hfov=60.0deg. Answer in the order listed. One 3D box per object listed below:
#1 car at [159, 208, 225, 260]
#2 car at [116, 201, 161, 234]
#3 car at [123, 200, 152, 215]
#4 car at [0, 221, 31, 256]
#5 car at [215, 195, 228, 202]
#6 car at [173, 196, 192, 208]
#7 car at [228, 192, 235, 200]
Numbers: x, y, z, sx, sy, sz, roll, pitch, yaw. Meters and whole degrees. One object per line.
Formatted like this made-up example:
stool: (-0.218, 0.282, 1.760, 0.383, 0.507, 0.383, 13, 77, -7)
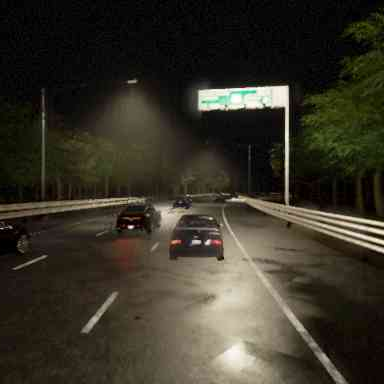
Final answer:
car: (0.213, 1.536, 12.407, 2.033, 1.411, 5.357, 0, 0, 2)
car: (-2.946, 1.480, 19.084, 1.837, 1.490, 4.892, 0, 0, 3)
car: (-5.545, 1.542, 34.505, 1.895, 1.301, 4.718, 0, 0, 5)
car: (-6.756, 1.454, 10.020, 2.128, 1.511, 4.902, 0, 1, 2)
car: (6.147, 1.458, 71.872, 1.994, 1.385, 4.181, 0, 0, 10)
car: (-1.180, 1.297, 42.924, 2.097, 1.767, 4.553, 0, 0, 6)
car: (9.831, 1.416, 91.128, 1.994, 1.385, 4.181, 0, 0, 12)
